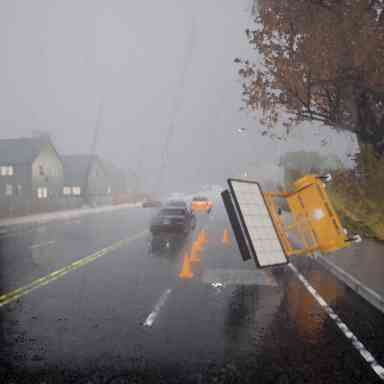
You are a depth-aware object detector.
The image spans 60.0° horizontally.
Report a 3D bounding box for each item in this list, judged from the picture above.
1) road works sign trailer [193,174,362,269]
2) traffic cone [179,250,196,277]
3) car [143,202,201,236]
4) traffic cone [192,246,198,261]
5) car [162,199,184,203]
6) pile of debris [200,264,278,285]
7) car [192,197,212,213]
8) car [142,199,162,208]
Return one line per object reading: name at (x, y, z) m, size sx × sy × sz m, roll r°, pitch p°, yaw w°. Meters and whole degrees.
road works sign trailer at (2.329, 0.938, 9.522) m, size 3.560 × 2.380 × 2.880 m, roll 5°, pitch -30°, yaw -43°
traffic cone at (-0.150, 1.944, 8.901) m, size 0.340 × 0.580 × 0.340 m, roll 0°, pitch 0°, yaw 6°
car at (-0.913, 1.522, 18.182) m, size 2.033 × 1.411 × 5.357 m, roll 0°, pitch 0°, yaw 6°
traffic cone at (0.068, 1.941, 10.889) m, size 0.340 × 0.580 × 0.340 m, roll 0°, pitch 0°, yaw 6°
car at (-1.967, 1.531, 40.249) m, size 1.895 × 1.301 × 4.718 m, roll 0°, pitch 0°, yaw 6°
pile of debris at (1.208, 2.153, 8.765) m, size 1.860 × 0.140 × 1.500 m, roll 0°, pitch 0°, yaw 6°
car at (1.020, 1.292, 35.849) m, size 2.097 × 1.767 × 4.553 m, roll 0°, pitch 0°, yaw 6°
car at (-4.987, 1.526, 42.525) m, size 1.895 × 1.301 × 4.718 m, roll 0°, pitch 0°, yaw 6°
